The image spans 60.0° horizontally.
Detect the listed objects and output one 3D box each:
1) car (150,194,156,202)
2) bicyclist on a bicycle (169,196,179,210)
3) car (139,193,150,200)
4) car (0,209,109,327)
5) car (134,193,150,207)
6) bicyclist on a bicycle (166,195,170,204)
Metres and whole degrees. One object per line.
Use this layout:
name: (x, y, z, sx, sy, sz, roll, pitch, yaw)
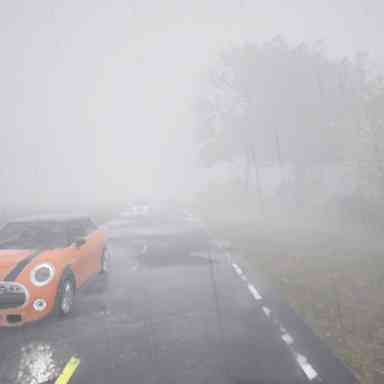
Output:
car: (-8.671, 1.214, 69.114, 1.837, 1.490, 4.892, 0, 0, -14)
bicyclist on a bicycle: (-1.835, 1.283, 37.809, 0.866, 1.612, 1.509, 0, 0, -8)
car: (-11.272, 1.019, 78.763, 2.097, 1.767, 4.553, 0, 0, -17)
car: (-3.278, 1.327, 7.256, 2.097, 1.767, 4.553, 0, 0, -2)
car: (-7.397, 1.334, 48.143, 1.812, 1.442, 4.674, 0, 0, -10)
bicyclist on a bicycle: (-3.180, 1.245, 46.662, 0.866, 1.612, 1.509, -1, 0, -10)
